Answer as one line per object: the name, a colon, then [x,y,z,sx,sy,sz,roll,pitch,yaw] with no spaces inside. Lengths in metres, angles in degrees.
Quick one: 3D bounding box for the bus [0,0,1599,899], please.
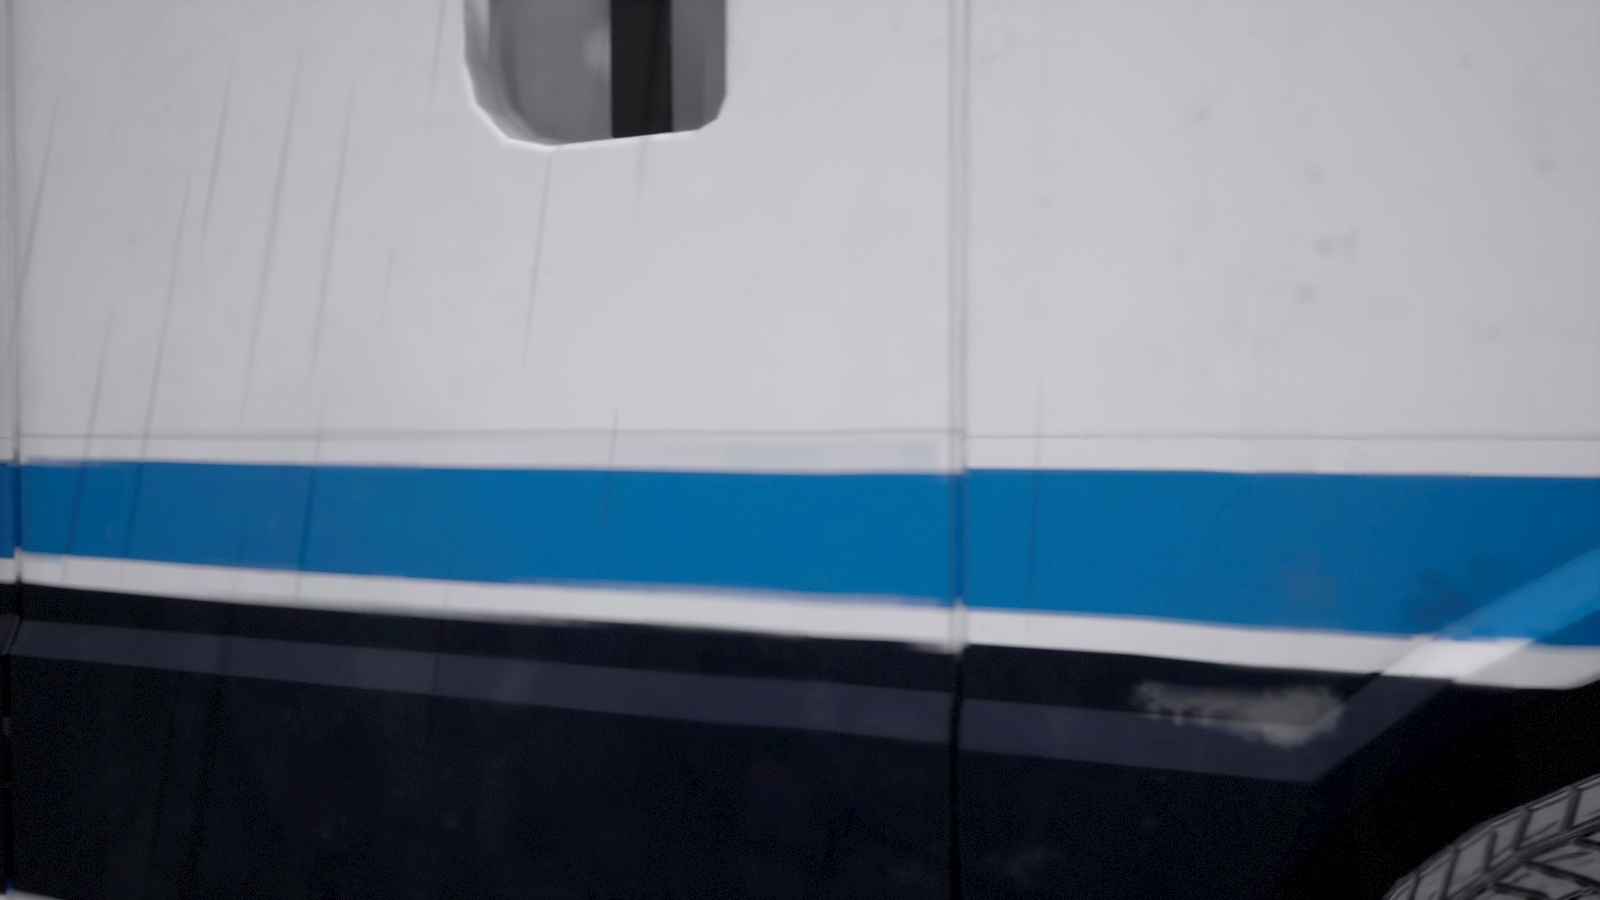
bus: [-1.186,-0.608,3.514,10.273,4.253,3.944,1,1,23]
